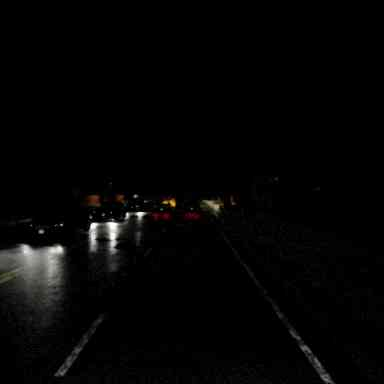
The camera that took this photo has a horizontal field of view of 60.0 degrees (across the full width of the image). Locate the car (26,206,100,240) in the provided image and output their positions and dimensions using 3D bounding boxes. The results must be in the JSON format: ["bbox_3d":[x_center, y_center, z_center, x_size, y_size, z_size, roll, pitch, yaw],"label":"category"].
[{"bbox_3d":[-6.601,1.473,17.017,2.128,1.511,4.902,0,0,0],"label":"car"}]

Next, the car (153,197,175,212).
[{"bbox_3d":[-3.260,1.590,37.802,1.895,1.301,4.718,0,0,0],"label":"car"}]

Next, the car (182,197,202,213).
[{"bbox_3d":[-0.009,1.499,37.356,1.837,1.490,4.892,0,0,0],"label":"car"}]

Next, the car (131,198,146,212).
[{"bbox_3d":[-6.552,1.489,38.827,1.837,1.490,4.892,0,0,1],"label":"car"}]

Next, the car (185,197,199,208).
[{"bbox_3d":[-0.006,1.490,48.680,1.882,1.535,5.008,0,0,0],"label":"car"}]

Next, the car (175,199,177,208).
[{"bbox_3d":[-3.256,1.484,48.677,1.882,1.535,5.008,0,0,0],"label":"car"}]

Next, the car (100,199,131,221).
[{"bbox_3d":[-6.601,1.483,27.187,1.837,1.490,4.892,0,0,0],"label":"car"}]
